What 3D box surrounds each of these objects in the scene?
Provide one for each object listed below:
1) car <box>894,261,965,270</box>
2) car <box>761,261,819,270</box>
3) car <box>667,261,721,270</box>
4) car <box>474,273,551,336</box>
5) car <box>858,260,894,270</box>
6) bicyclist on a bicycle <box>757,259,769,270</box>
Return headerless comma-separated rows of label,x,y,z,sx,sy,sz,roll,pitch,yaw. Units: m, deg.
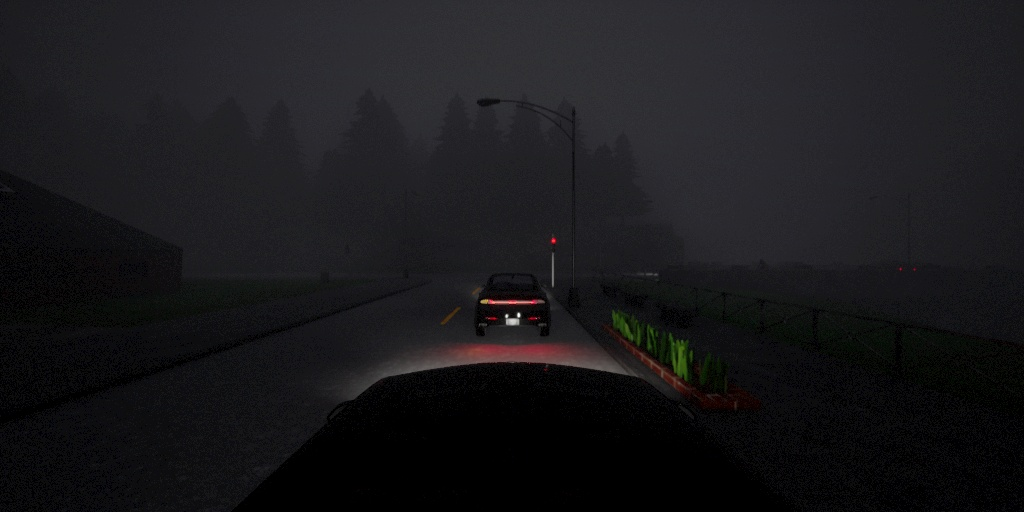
car,40.455,1.335,34.598,4.718,1.301,1.895,0,0,0
car,29.869,1.280,38.722,5.357,1.411,2.033,0,0,0
car,19.570,1.280,38.749,5.357,1.411,2.033,0,0,0
car,0.021,1.237,10.328,2.128,1.511,4.902,0,0,0
car,40.336,1.210,38.676,5.008,1.535,1.882,0,0,0
bicyclist on a bicycle,21.215,1.085,30.347,0.582,1.620,1.656,0,0,0
